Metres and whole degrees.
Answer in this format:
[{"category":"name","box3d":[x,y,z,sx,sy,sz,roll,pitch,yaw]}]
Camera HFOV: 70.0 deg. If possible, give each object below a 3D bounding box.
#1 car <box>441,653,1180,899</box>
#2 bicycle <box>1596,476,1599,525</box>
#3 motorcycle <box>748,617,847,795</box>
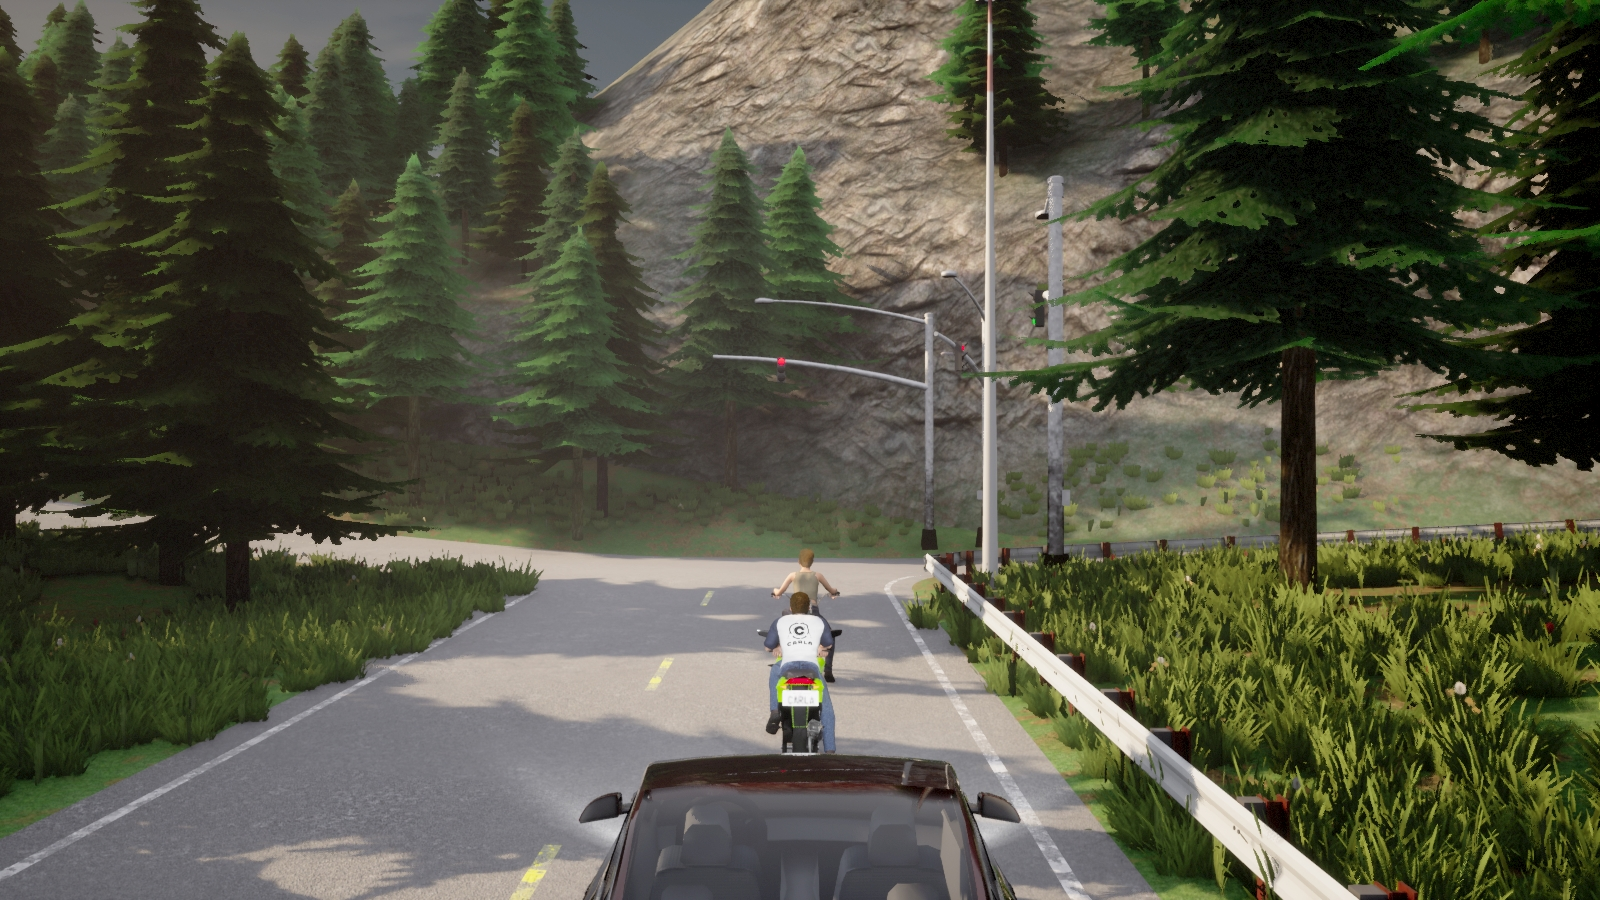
[{"category":"car","box3d":[0.029,2.063,5.012,2.163,1.488,4.792,0,0,0]},{"category":"bicycle","box3d":[21.726,1.355,29.474,1.835,1.471,0.329,-5,-2,26]},{"category":"motorcycle","box3d":[-0.020,2.213,10.238,0.803,1.145,2.033,0,0,0]}]
